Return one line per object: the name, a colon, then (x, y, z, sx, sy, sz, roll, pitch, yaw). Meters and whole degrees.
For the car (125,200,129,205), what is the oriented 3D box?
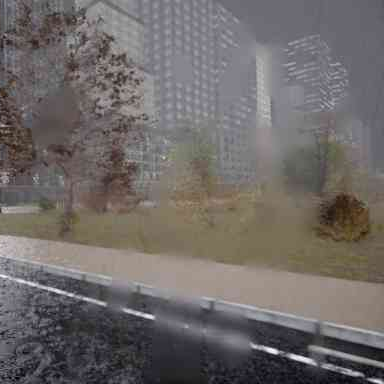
car: (-13.694, 2.175, 68.577, 1.994, 1.385, 4.181, -2, -1, 37)
